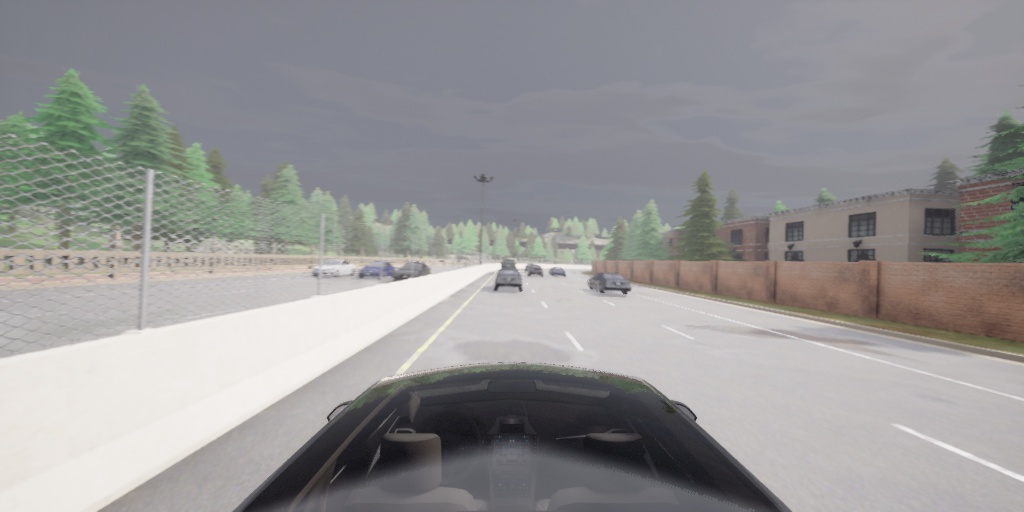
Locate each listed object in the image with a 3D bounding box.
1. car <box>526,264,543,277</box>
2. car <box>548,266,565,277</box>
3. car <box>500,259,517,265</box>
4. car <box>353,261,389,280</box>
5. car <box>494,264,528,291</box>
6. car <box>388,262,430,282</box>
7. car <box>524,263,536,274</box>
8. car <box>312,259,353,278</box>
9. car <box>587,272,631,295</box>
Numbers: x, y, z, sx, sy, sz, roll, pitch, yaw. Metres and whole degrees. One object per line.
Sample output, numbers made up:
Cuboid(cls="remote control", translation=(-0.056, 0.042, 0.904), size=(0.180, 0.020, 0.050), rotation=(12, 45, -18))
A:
Cuboid(cls="car", translation=(2.990, 1.912, 46.883), size=(1.837, 1.490, 4.892), rotation=(2, 0, -1))
Cuboid(cls="car", translation=(6.442, 2.171, 51.481), size=(1.994, 1.385, 4.181), rotation=(2, -1, 0))
Cuboid(cls="car", translation=(-0.533, 1.532, 51.652), size=(2.150, 2.045, 5.566), rotation=(2, -1, 0))
Cuboid(cls="car", translation=(-10.979, 1.134, 29.573), size=(1.812, 1.442, 4.674), rotation=(2, -1, 0))
Cuboid(cls="car", translation=(-0.244, 1.557, 24.859), size=(2.033, 1.411, 5.357), rotation=(2, -1, -1))
Cuboid(cls="car", translation=(-7.458, 1.235, 27.262), size=(1.837, 1.490, 4.892), rotation=(2, -1, -1))
Cuboid(cls="car", translation=(3.082, 2.042, 60.042), size=(1.882, 1.535, 5.008), rotation=(2, -1, 3))
Cuboid(cls="car", translation=(-14.475, 0.984, 29.483), size=(1.812, 1.442, 4.674), rotation=(2, -1, 0))
Cuboid(cls="car", translation=(6.742, 1.860, 25.318), size=(2.033, 1.411, 5.357), rotation=(2, -1, -1))
